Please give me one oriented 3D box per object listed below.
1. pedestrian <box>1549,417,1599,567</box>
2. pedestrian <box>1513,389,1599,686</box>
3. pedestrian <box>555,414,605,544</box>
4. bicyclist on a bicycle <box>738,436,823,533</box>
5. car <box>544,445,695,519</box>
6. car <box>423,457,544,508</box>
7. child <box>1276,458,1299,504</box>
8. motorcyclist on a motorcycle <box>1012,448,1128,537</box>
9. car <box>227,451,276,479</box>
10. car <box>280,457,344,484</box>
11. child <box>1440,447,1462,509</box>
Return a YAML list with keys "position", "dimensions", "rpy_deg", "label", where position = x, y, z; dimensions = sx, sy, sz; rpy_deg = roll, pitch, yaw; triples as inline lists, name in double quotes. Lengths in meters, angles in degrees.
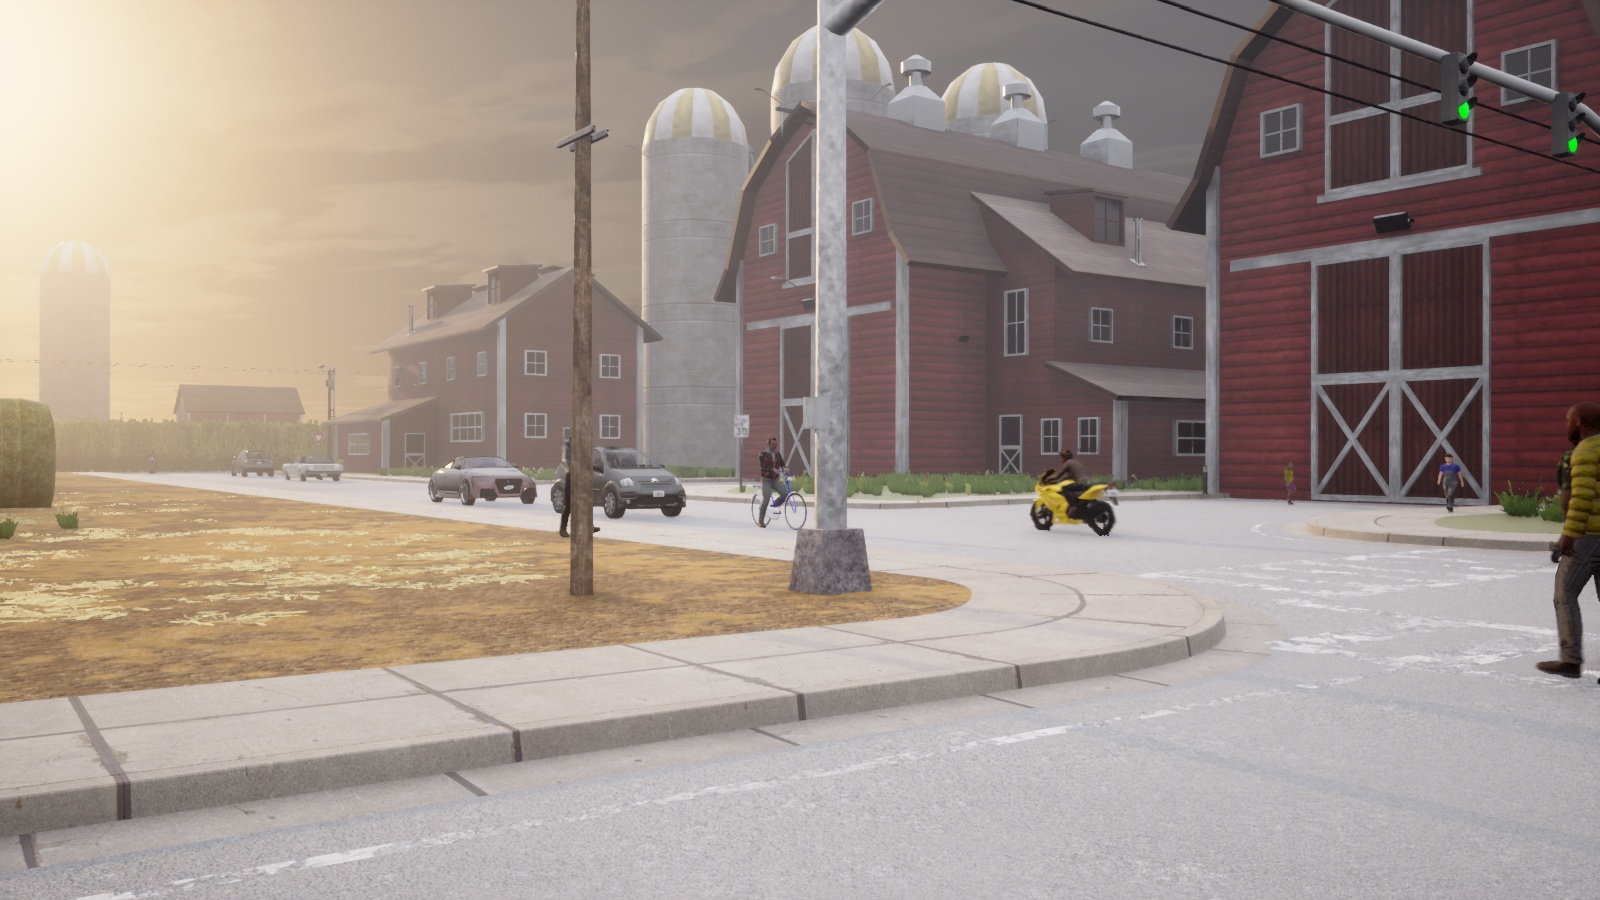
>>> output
- position: [10.262, 0.539, 16.509]
  dimensions: [0.692, 1.930, 0.395]
  rpy_deg: [0, 0, -28]
  label: "pedestrian"
- position: [5.022, 0.541, 8.026]
  dimensions: [0.370, 1.835, 0.726]
  rpy_deg: [0, 0, -23]
  label: "pedestrian"
- position: [-3.367, 0.434, 19.188]
  dimensions: [0.423, 1.949, 0.788]
  rpy_deg: [0, 0, -40]
  label: "pedestrian"
- position: [-0.399, 0.641, 24.027]
  dimensions: [0.659, 1.776, 1.843]
  rpy_deg: [-1, 0, -36]
  label: "bicyclist on a bicycle"
- position: [-4.279, 0.697, 29.392]
  dimensions: [1.851, 1.617, 3.988]
  rpy_deg: [0, 0, -36]
  label: "car"
- position: [-9.154, 0.890, 36.138]
  dimensions: [1.994, 1.385, 4.181]
  rpy_deg: [0, 0, -36]
  label: "car"
- position: [12.578, 0.793, 32.394]
  dimensions: [0.299, 1.160, 0.473]
  rpy_deg: [0, 0, -40]
  label: "child"
- position: [4.857, 0.739, 22.735]
  dimensions: [0.797, 1.523, 2.044]
  rpy_deg: [0, 1, -36]
  label: "motorcyclist on a motorcycle"
- position: [-32.503, 0.867, 74.372]
  dimensions: [1.851, 1.617, 3.988]
  rpy_deg: [0, 0, -36]
  label: "car"
- position: [-24.807, 1.027, 63.736]
  dimensions: [1.895, 1.301, 4.718]
  rpy_deg: [0, 0, -36]
  label: "car"
- position: [13.318, 0.573, 25.690]
  dimensions: [0.270, 1.263, 0.437]
  rpy_deg: [0, 0, 43]
  label: "child"
